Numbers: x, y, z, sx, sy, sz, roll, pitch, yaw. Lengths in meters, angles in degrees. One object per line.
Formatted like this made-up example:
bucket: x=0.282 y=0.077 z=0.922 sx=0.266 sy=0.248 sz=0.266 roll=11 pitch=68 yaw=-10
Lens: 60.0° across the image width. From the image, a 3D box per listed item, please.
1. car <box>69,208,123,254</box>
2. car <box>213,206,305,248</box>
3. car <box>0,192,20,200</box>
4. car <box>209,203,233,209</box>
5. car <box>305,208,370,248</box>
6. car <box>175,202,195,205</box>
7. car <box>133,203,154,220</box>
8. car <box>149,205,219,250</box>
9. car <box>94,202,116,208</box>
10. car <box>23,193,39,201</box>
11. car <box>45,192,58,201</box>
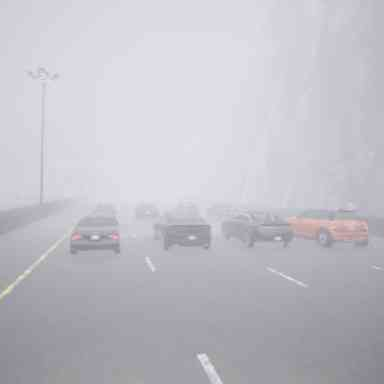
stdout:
car: x=-3.865 y=1.586 z=13.693 sx=2.033 sy=1.411 sz=5.357 roll=1 pitch=0 yaw=-14
car: x=2.869 y=1.644 z=15.642 sx=2.128 sy=1.511 sz=4.902 roll=1 pitch=0 yaw=-13
car: x=-33.576 y=0.781 z=61.903 sx=2.128 sy=1.511 sz=4.902 roll=1 pitch=1 yaw=-14
car: x=2.797 y=1.722 z=30.743 sx=2.033 sy=1.411 sz=5.357 roll=1 pitch=0 yaw=-14
car: x=6.320 y=1.556 z=16.264 sx=2.097 sy=1.767 sz=4.553 roll=1 pitch=-1 yaw=-14
car: x=-0.670 y=1.610 z=30.211 sx=2.128 sy=1.511 sz=4.902 roll=1 pitch=0 yaw=-14
car: x=-4.071 y=1.626 z=29.393 sx=1.994 sy=1.385 sz=4.181 roll=1 pitch=0 yaw=-14
car: x=-0.572 y=1.573 z=14.989 sx=1.882 sy=1.535 sz=5.008 roll=1 pitch=0 yaw=-13
car: x=-7.477 y=1.570 z=28.581 sx=1.994 sy=1.385 sz=4.181 roll=1 pitch=0 yaw=-13
car: x=-30.176 y=0.851 z=62.729 sx=2.033 sy=1.411 sz=5.357 roll=1 pitch=1 yaw=-14
car: x=-26.784 y=0.866 z=63.594 sx=1.837 sy=1.490 sz=4.892 roll=1 pitch=1 yaw=-14
